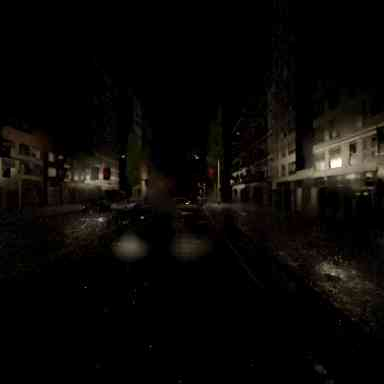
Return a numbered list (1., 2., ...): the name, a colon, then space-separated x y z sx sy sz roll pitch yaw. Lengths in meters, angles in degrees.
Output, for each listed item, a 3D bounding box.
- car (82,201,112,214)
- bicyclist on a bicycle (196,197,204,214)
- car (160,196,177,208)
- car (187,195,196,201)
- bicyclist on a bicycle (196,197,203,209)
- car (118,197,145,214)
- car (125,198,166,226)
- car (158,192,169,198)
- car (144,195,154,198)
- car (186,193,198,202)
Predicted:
1. car: -9.850 1.579 34.680 1.895 1.301 4.718 0 0 0
2. bicyclist on a bicycle: 0.864 1.416 34.238 0.866 1.612 1.509 0 0 0
3. car: -3.159 1.567 47.533 1.895 1.301 4.718 0 0 0
4. car: -0.014 1.448 82.078 2.128 1.511 4.902 0 0 0
5. bicyclist on a bicycle: 0.912 1.407 43.342 0.866 1.612 1.509 0 0 0
6. car: -6.598 1.503 35.529 1.812 1.442 4.674 0 0 0
7. car: -3.156 1.465 23.636 1.882 1.535 5.008 0 0 0
8. car: -6.513 0.986 75.808 2.150 2.045 5.566 0 0 0
9. car: -9.763 1.386 75.428 1.994 1.385 4.181 0 0 0
10. car: -0.012 1.163 71.051 2.150 2.045 5.566 0 0 0
